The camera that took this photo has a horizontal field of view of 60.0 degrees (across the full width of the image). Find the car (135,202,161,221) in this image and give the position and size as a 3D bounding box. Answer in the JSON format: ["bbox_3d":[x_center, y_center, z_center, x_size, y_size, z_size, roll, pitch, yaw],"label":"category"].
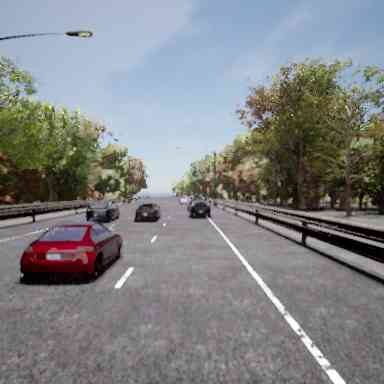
[{"bbox_3d":[-3.683,1.590,28.167,1.812,1.442,4.674,0,0,-1],"label":"car"}]

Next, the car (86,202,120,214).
[{"bbox_3d":[-7.164,1.553,27.054,2.128,1.511,4.902,0,0,-1],"label":"car"}]

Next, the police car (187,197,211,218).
[{"bbox_3d":[0.717,1.499,31.220,1.930,1.638,5.238,0,0,-1],"label":"police car"}]

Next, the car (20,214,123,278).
[{"bbox_3d":[-3.450,1.584,10.258,1.994,1.385,4.181,0,0,0],"label":"car"}]

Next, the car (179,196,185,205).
[{"bbox_3d":[-1.426,1.767,65.893,1.812,1.442,4.674,0,0,-3],"label":"car"}]

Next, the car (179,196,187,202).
[{"bbox_3d":[-2.228,1.702,82.292,1.812,1.442,4.674,0,0,-3],"label":"car"}]

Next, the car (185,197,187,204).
[{"bbox_3d":[0.478,1.590,41.173,1.882,1.535,5.008,0,0,-2],"label":"car"}]
